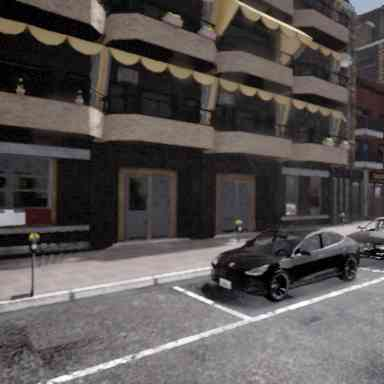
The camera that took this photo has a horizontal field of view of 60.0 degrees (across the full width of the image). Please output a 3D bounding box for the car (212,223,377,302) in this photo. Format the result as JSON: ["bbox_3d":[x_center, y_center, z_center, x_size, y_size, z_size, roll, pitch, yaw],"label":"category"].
[{"bbox_3d":[2.487,1.570,8.318,4.313,1.339,1.947,0,1,-35],"label":"car"}]

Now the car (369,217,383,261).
[{"bbox_3d":[7.022,1.559,11.552,4.403,1.369,2.008,0,1,-35],"label":"car"}]
